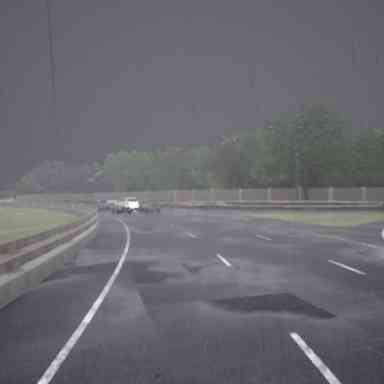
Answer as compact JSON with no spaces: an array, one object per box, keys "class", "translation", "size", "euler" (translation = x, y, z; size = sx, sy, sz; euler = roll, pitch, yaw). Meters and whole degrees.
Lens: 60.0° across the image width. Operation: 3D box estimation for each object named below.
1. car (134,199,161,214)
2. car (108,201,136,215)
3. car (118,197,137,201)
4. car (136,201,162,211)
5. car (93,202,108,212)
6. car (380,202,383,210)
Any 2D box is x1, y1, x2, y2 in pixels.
[{"class":"car","translation":[-5.469,1.995,42.358],"size":[2.128,1.511,4.902],"euler":[0,-1,-24]},{"class":"car","translation":[-8.730,2.120,41.091],"size":[1.895,1.301,4.718],"euler":[0,-1,-24]},{"class":"car","translation":[-10.082,1.865,51.601],"size":[2.150,2.045,5.566],"euler":[0,-1,-32]},{"class":"car","translation":[-7.012,2.182,53.289],"size":[2.033,1.411,5.357],"euler":[0,-1,-32]},{"class":"car","translation":[-13.618,2.213,50.674],"size":[2.033,1.411,5.357],"euler":[0,-1,-32]},{"class":"car","translation":[26.632,1.510,41.628],"size":[5.566,2.045,2.150],"euler":[-1,-1,0]}]
